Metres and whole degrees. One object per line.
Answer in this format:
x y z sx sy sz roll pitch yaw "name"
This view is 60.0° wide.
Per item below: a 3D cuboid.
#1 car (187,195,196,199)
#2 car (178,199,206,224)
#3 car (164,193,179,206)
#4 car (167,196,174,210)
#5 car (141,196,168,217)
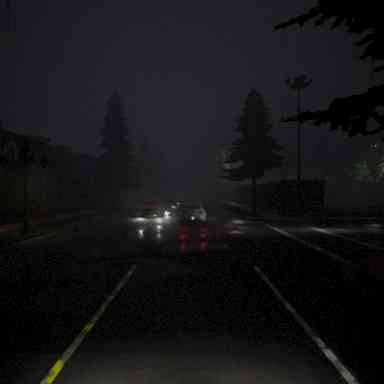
-0.110 1.433 70.958 1.882 1.535 5.008 0 0 0 "car"
0.057 1.511 24.420 1.812 1.442 4.674 0 0 0 "car"
-3.676 1.189 54.430 2.150 2.045 5.566 0 0 0 "car"
-3.671 1.575 41.586 1.895 1.301 4.718 0 0 0 "car"
-3.655 1.458 31.624 1.882 1.535 5.008 0 0 0 "car"
